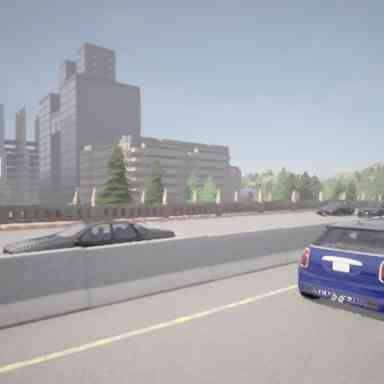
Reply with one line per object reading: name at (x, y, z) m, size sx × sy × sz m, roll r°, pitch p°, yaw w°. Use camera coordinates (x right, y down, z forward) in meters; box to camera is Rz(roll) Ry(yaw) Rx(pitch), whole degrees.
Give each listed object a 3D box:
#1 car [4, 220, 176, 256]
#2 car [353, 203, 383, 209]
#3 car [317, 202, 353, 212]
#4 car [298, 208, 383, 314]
car at (-2.985, 1.614, 10.634) m, size 5.357 × 1.411 × 2.033 m, roll 0°, pitch 0°, yaw -38°
car at (17.781, 1.780, 32.153) m, size 4.181 × 1.385 × 1.994 m, roll 0°, pitch -1°, yaw -39°
car at (14.961, 1.777, 34.369) m, size 5.357 × 1.411 × 2.033 m, roll 0°, pitch 0°, yaw -39°
car at (4.394, 1.400, 7.400) m, size 4.553 × 1.767 × 2.097 m, roll 0°, pitch 0°, yaw -38°
